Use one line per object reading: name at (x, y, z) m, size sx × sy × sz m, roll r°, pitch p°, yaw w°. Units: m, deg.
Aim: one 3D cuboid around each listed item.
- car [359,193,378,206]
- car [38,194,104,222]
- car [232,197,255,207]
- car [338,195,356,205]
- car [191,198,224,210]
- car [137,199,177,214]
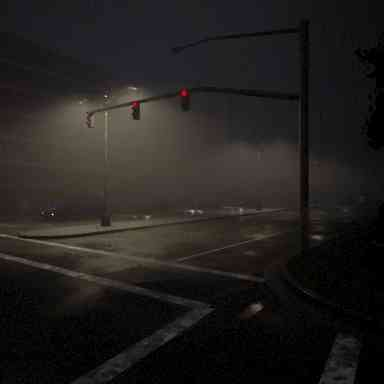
car at (28.715, 1.221, 54.042) m, size 2.150 × 2.045 × 5.566 m, roll 0°, pitch 0°, yaw 36°
car at (-9.535, 1.222, 27.110) m, size 2.150 × 2.045 × 5.566 m, roll 0°, pitch 0°, yaw 36°
car at (7.979, 1.505, 51.241) m, size 1.837 × 1.490 × 4.892 m, roll 0°, pitch 0°, yaw 36°
car at (26.647, 1.352, 57.155) m, size 2.097 × 1.767 × 4.553 m, roll 0°, pitch 0°, yaw 36°
car at (2.114, 1.547, 43.201) m, size 2.033 × 1.411 × 5.357 m, roll 0°, pitch 0°, yaw 36°
car at (-3.671, 1.478, 35.210) m, size 1.882 × 1.535 × 5.008 m, roll 0°, pitch 0°, yaw 36°
